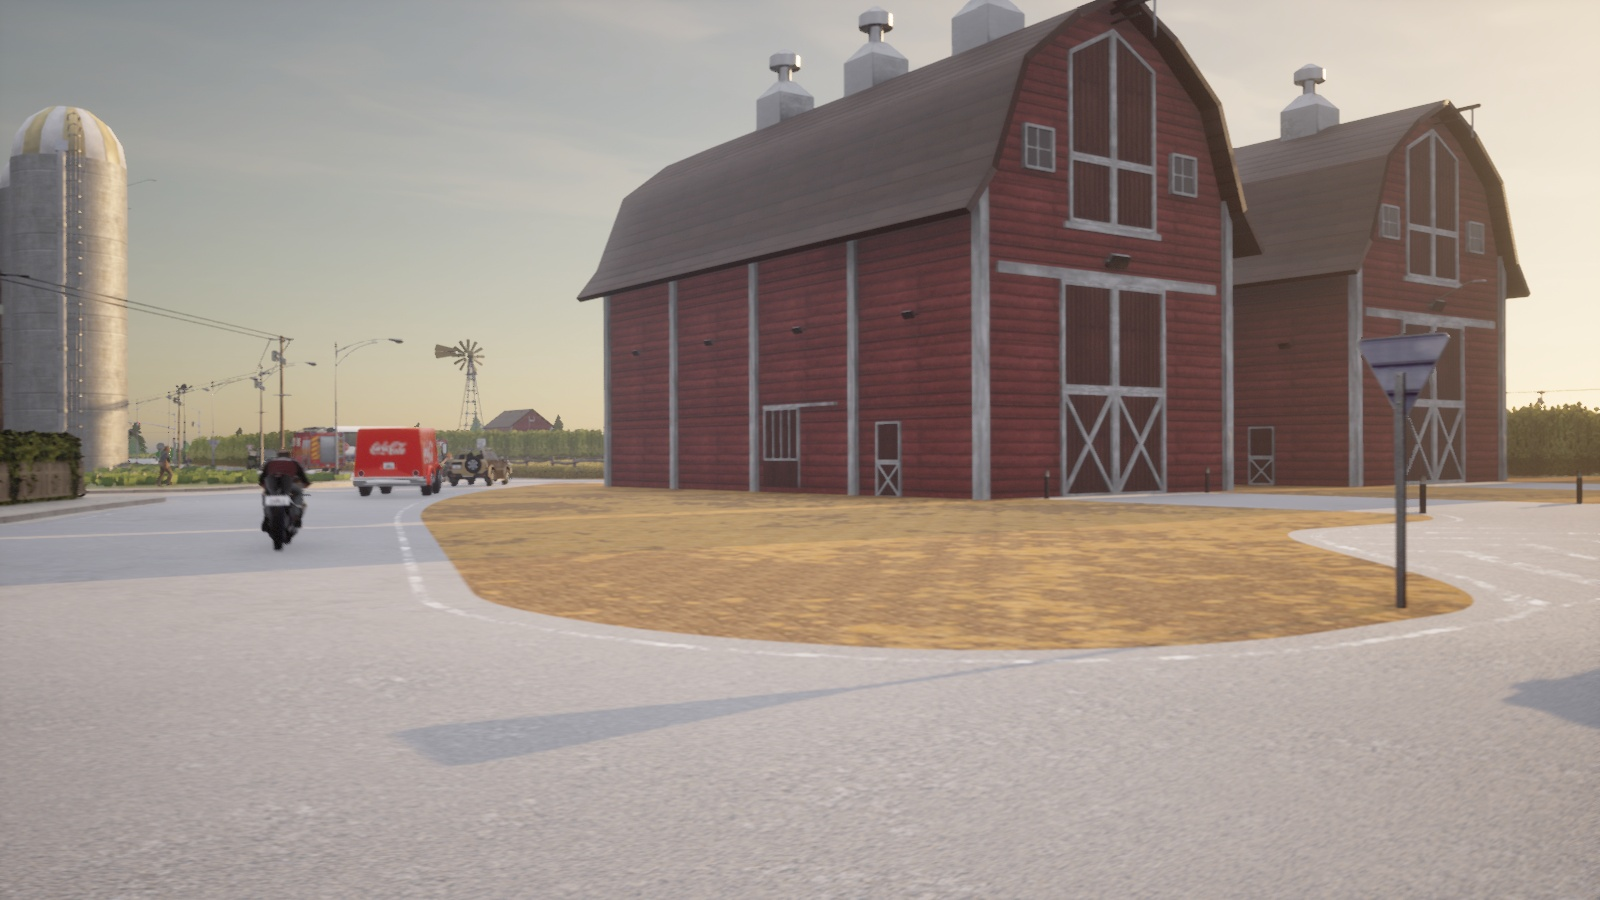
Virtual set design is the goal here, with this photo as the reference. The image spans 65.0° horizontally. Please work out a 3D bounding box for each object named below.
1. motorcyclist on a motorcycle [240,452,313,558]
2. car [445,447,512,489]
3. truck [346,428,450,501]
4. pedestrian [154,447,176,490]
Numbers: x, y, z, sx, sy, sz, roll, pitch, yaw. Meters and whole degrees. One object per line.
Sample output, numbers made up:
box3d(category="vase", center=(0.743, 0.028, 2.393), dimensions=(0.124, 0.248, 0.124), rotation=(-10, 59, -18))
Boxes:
box3d(category="motorcyclist on a motorcycle", center=(-8.027, 0.804, 19.330), dimensions=(0.866, 1.530, 2.191), rotation=(0, 0, -18))
box3d(category="car", center=(-15.110, 0.826, 59.197), dimensions=(1.932, 1.855, 4.605), rotation=(-1, 0, 1))
box3d(category="truck", center=(-14.513, 0.473, 45.706), dimensions=(2.627, 2.467, 5.204), rotation=(0, 1, -7))
box3d(category="pedestrian", center=(-27.805, 0.809, 55.006), dimensions=(0.540, 1.848, 0.694), rotation=(-1, 0, 40))
